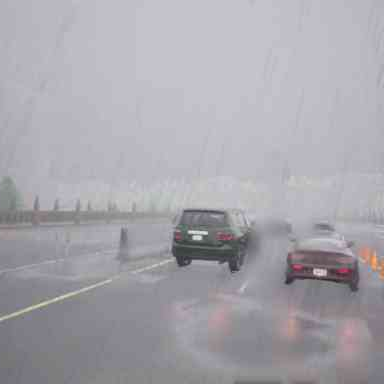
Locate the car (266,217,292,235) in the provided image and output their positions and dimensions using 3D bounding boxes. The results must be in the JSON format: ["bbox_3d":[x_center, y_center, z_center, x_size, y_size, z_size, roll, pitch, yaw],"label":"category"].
[{"bbox_3d":[7.893,3.031,29.962,1.882,1.535,5.008,1,-3,21],"label":"car"}]

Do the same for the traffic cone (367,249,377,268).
[{"bbox_3d":[6.884,2.554,12.497,0.340,0.580,0.340,1,-3,21],"label":"traffic cone"}]

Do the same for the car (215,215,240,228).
[{"bbox_3d":[4.494,3.605,41.076,1.994,1.385,4.181,1,-3,21],"label":"car"}]

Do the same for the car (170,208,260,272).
[{"bbox_3d":[1.136,1.652,12.637,2.150,2.045,5.566,1,-3,21],"label":"car"}]

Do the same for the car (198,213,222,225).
[{"bbox_3d":[2.560,3.709,45.748,1.882,1.535,5.008,1,-3,21],"label":"car"}]

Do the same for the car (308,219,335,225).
[{"bbox_3d":[10.683,3.011,27.493,1.837,1.490,4.892,1,-3,21],"label":"car"}]

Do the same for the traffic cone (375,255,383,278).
[{"bbox_3d":[6.159,2.434,10.637,0.340,0.580,0.340,1,-3,21],"label":"traffic cone"}]

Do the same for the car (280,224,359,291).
[{"bbox_3d":[3.942,1.915,10.204,1.812,1.442,4.674,1,-3,21],"label":"car"}]

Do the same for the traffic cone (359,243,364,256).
[{"bbox_3d":[8.335,2.795,16.216,0.340,0.580,0.340,1,-3,21],"label":"traffic cone"}]

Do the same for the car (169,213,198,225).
[{"bbox_3d":[-1.131,3.676,45.889,2.033,1.411,5.357,1,-3,21],"label":"car"}]

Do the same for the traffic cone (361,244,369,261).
[{"bbox_3d":[7.610,2.674,14.356,0.340,0.580,0.340,1,-3,21],"label":"traffic cone"}]
